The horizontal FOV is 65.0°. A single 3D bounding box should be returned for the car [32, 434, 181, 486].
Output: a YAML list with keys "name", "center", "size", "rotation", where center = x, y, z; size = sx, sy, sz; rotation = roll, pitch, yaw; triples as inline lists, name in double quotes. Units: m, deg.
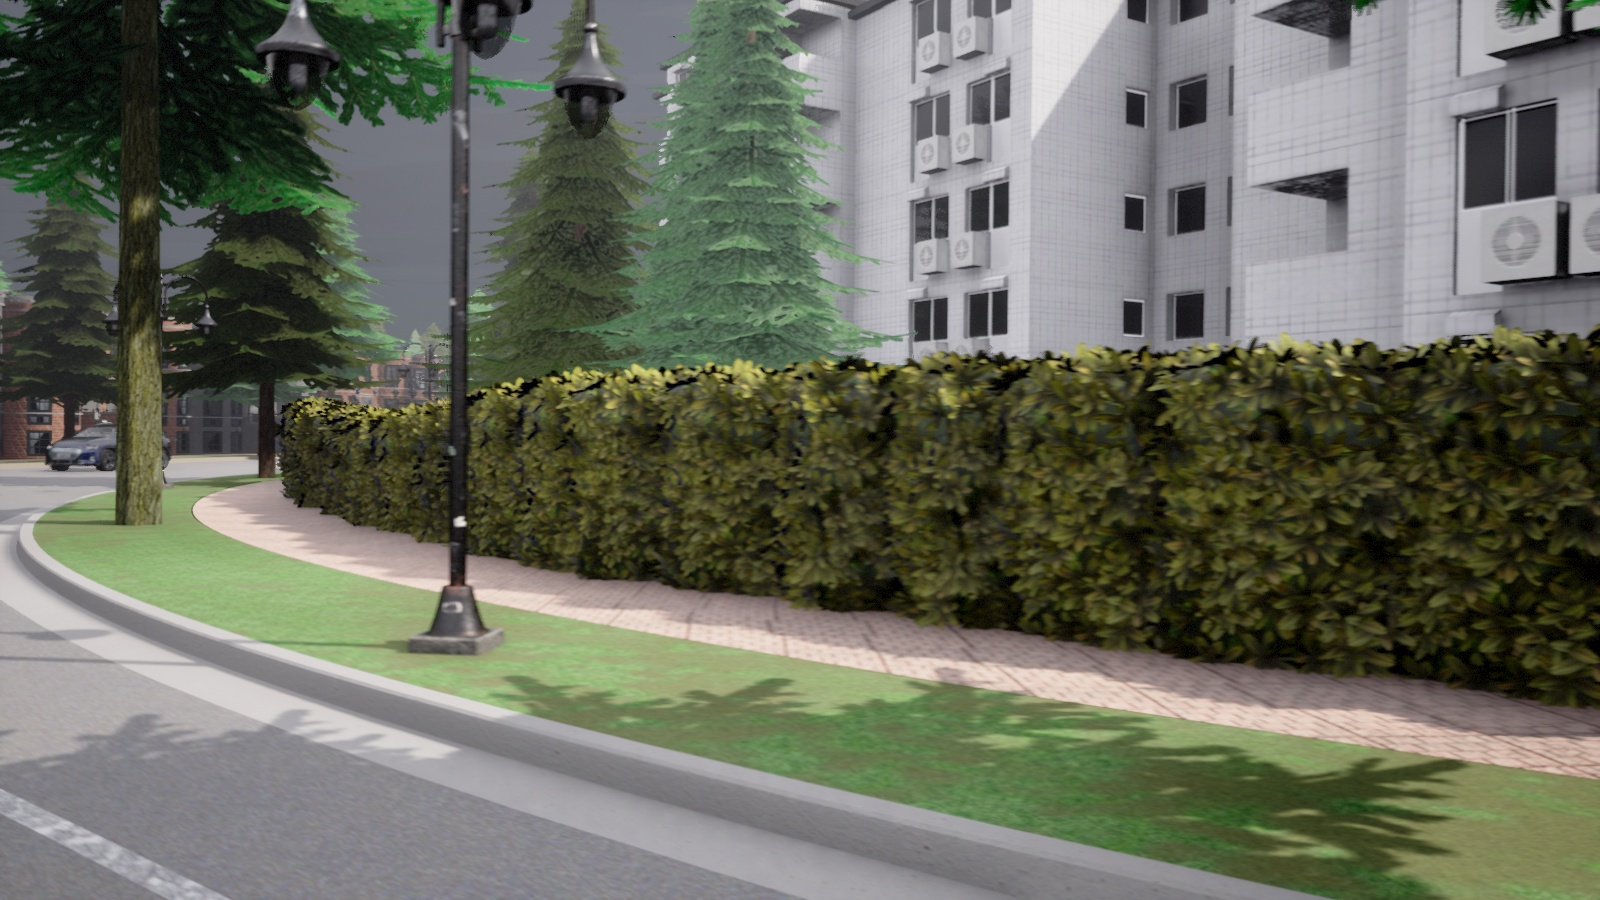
- name: "car"
  center: [-23.533, 0.308, 42.873]
  size: [2.033, 1.649, 4.856]
  rotation: [0, 1, 6]
